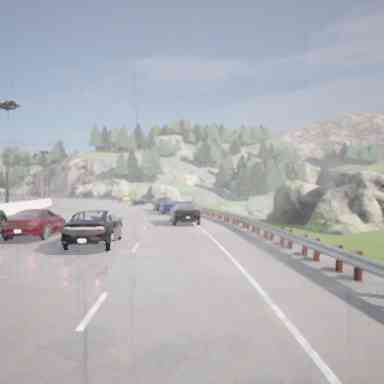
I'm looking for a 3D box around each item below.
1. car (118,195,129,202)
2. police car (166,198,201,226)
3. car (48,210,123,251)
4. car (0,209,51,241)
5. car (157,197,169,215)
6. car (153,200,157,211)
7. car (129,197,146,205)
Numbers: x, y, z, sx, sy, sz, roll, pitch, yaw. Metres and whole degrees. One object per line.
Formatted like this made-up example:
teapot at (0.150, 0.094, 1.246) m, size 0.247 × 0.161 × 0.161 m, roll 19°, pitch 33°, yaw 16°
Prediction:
car at (-15.641, 1.435, 76.020) m, size 1.882 × 1.535 × 5.008 m, roll 0°, pitch 0°, yaw -25°
police car at (-0.581, 1.464, 24.233) m, size 1.930 × 1.638 × 5.238 m, roll 0°, pitch 0°, yaw -7°
car at (-4.106, 1.520, 14.250) m, size 2.128 × 1.511 × 4.902 m, roll 0°, pitch 0°, yaw -4°
car at (-7.862, 1.565, 16.871) m, size 1.812 × 1.442 × 4.674 m, roll 0°, pitch 0°, yaw -5°
car at (-2.273, 1.535, 34.923) m, size 1.882 × 1.535 × 5.008 m, roll 0°, pitch 0°, yaw -11°
car at (-3.579, 1.420, 41.322) m, size 2.097 × 1.767 × 4.553 m, roll 0°, pitch 0°, yaw -12°
car at (-9.557, 1.708, 59.630) m, size 1.895 × 1.301 × 4.718 m, roll 0°, pitch 0°, yaw -18°
